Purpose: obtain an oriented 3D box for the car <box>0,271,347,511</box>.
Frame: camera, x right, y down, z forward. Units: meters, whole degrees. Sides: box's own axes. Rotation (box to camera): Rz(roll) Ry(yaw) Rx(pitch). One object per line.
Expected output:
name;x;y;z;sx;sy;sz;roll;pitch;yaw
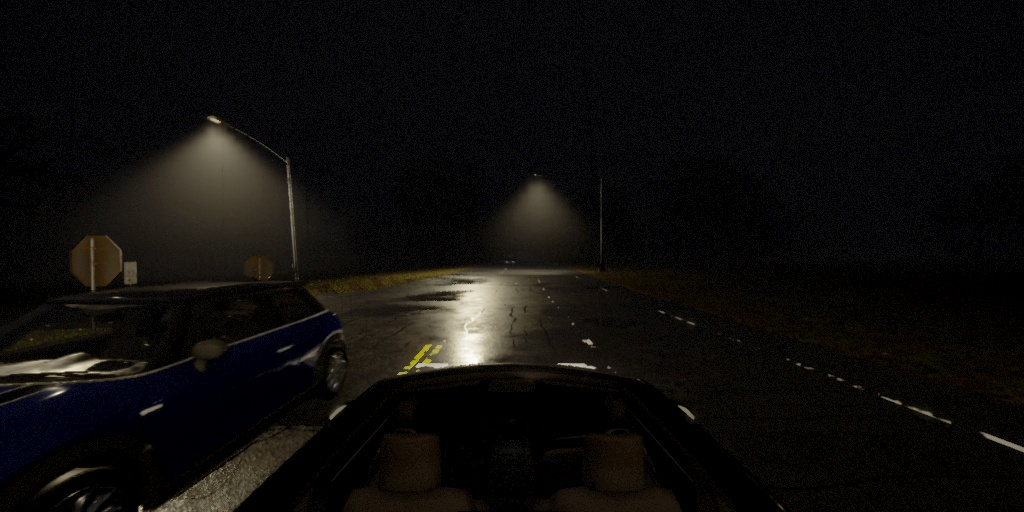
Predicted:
car;-3.513;1.091;3.447;2.097;1.767;4.553;0;0;0
